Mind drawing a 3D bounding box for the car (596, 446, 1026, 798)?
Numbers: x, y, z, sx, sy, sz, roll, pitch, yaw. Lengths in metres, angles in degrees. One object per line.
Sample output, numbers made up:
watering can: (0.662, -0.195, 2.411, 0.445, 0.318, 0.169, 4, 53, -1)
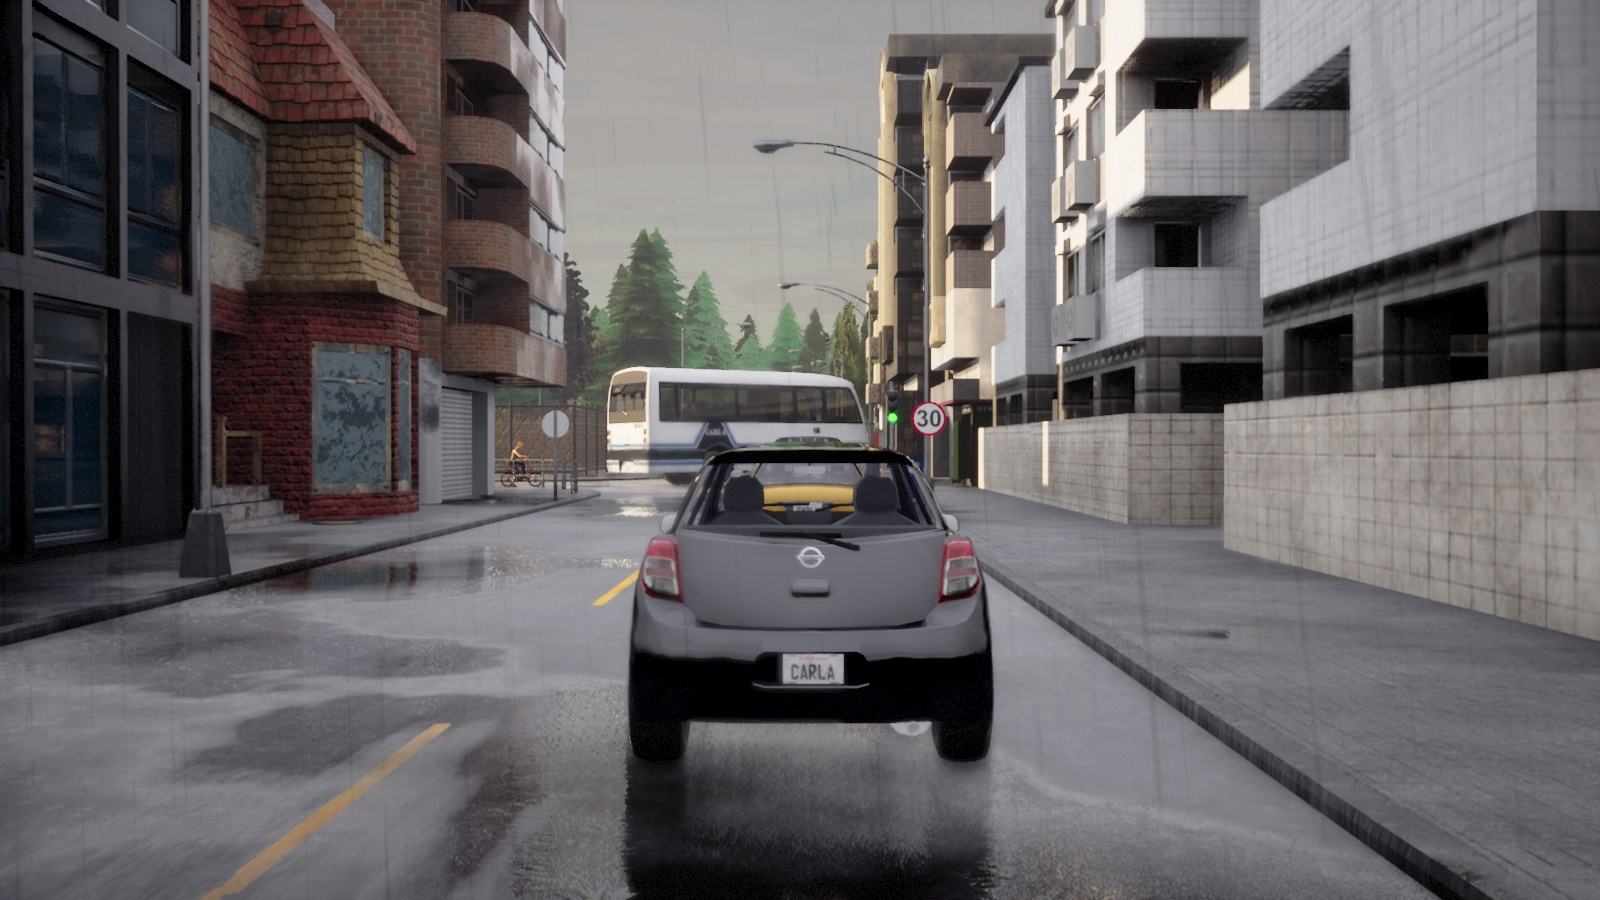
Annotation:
car: (0.054, 0.734, 7.214, 1.845, 1.501, 3.633, 0, 0, 0)

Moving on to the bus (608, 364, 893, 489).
bus: (-1.700, -0.821, 47.451, 10.273, 4.253, 3.944, 0, 0, -36)

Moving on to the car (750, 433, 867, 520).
car: (0.164, 0.491, 26.448, 2.242, 1.667, 4.611, 0, 0, 0)

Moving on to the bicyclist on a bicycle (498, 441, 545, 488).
bicyclist on a bicycle: (-9.844, 0.504, 44.417, 1.509, 1.612, 0.866, 0, 0, -5)
